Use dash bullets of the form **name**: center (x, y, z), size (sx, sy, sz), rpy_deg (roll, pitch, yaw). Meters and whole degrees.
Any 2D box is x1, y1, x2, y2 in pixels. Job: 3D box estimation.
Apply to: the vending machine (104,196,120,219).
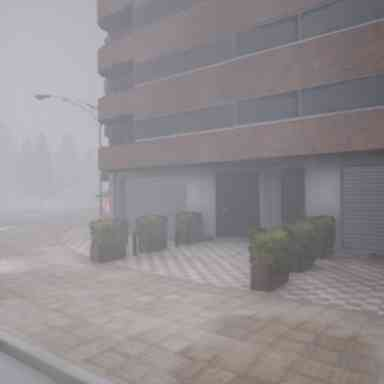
- **vending machine**: center (-7.486, 1.427, 31.086), size (1.100, 2.100, 0.880), rpy_deg (-1, 0, 26)
